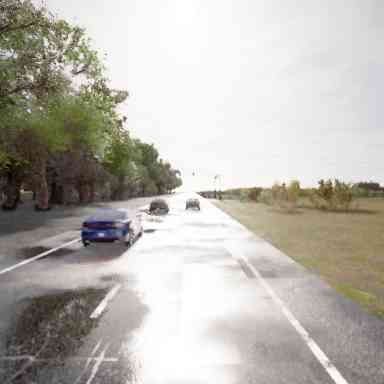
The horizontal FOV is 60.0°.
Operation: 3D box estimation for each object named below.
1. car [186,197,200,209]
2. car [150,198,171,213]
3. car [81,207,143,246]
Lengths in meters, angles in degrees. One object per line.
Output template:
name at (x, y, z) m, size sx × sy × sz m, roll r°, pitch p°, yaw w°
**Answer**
car at (0.104, 1.386, 42.285) m, size 2.033 × 1.411 × 5.357 m, roll 0°, pitch 0°, yaw 0°
car at (-3.396, 1.373, 35.604) m, size 1.837 × 1.490 × 4.892 m, roll 0°, pitch 1°, yaw 0°
car at (-3.398, 1.422, 14.953) m, size 1.882 × 1.535 × 5.008 m, roll 0°, pitch 0°, yaw 0°
